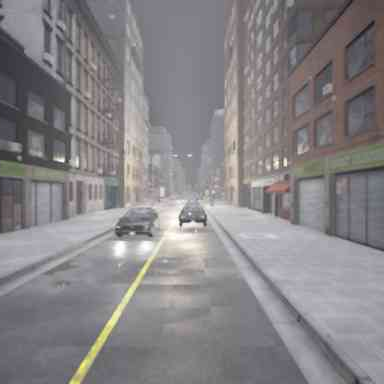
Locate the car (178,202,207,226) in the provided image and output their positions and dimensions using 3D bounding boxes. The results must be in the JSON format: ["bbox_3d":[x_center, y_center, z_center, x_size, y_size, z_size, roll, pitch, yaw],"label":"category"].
[{"bbox_3d":[0.062,1.616,23.313,1.895,1.301,4.718,0,0,0],"label":"car"}]

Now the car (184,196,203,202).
[{"bbox_3d":[0.065,1.595,42.678,2.033,1.411,5.357,0,0,0],"label":"car"}]

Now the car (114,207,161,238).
[{"bbox_3d":[-2.787,1.557,18.173,2.033,1.411,5.357,0,0,0],"label":"car"}]
